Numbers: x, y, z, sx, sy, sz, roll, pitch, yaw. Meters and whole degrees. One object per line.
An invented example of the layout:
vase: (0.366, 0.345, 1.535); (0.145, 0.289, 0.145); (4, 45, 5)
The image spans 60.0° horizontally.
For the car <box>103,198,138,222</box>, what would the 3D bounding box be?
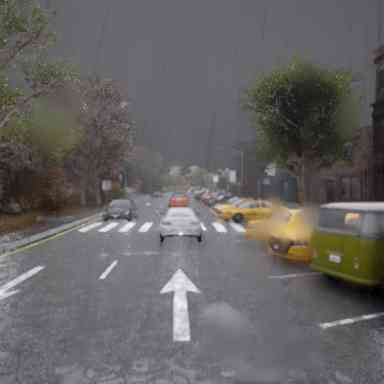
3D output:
car: (-4.952, 1.234, 23.445); (1.837, 1.490, 4.892); (0, 1, -2)

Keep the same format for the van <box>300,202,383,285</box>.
van: (5.151, 1.234, 8.189); (4.442, 1.987, 1.878); (1, 0, -23)

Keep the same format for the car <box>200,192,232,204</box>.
car: (3.708, 1.019, 38.120); (4.674, 1.452, 2.002); (1, 1, -22)

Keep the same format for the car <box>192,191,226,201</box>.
car: (2.834, 0.658, 56.041); (5.366, 1.575, 1.946); (1, 1, -22)

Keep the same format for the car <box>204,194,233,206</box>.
car: (4.035, 1.198, 26.059); (5.366, 1.575, 1.946); (1, 1, -22)

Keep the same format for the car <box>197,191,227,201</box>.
car: (3.559, 0.954, 41.108); (4.792, 1.488, 2.163); (1, 1, -22)

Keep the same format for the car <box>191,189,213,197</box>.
car: (2.230, 0.208, 77.121); (4.553, 1.767, 2.185); (1, 1, -22)

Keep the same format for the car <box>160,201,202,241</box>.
car: (-0.554, 1.412, 15.866); (1.812, 1.442, 4.674); (0, 1, -3)

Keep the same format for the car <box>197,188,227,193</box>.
car: (3.501, 0.745, 44.125); (4.553, 1.767, 2.185); (1, 1, -22)

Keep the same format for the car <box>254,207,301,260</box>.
car: (4.897, 1.442, 11.129); (5.008, 1.535, 2.097); (1, 1, -23)

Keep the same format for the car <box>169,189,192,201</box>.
car: (-1.430, 0.857, 36.364); (2.097, 1.767, 4.553); (0, 1, -2)

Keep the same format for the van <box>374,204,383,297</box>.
van: (5.303, 1.251, 5.192); (4.442, 1.987, 1.878); (1, 0, -23)

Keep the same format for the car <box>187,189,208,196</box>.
car: (1.533, 0.149, 89.050); (5.366, 1.575, 1.946); (1, 1, -22)

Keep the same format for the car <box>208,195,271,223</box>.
car: (4.165, 1.253, 23.061); (5.366, 1.575, 1.946); (1, 1, -23)

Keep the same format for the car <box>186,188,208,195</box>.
car: (1.473, -0.186, 95.142); (5.566, 2.045, 2.435); (1, 1, -22)

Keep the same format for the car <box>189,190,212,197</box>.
car: (2.068, 0.288, 80.121); (5.008, 1.535, 2.097); (1, 1, -22)

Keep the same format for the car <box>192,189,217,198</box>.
car: (2.515, 0.344, 68.108); (4.553, 1.767, 2.185); (1, 1, -22)

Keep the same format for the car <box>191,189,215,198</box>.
car: (2.400, 0.297, 71.107); (4.553, 1.767, 2.185); (1, 1, -22)

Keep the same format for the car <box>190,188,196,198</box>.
car: (3.111, 0.463, 53.089); (5.566, 2.045, 2.435); (1, 1, -22)

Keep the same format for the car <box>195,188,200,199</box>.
car: (3.384, 0.692, 47.123); (4.553, 1.767, 2.185); (1, 1, -22)

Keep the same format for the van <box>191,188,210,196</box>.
van: (2.064, 0.019, 83.165); (4.442, 1.987, 1.878); (1, 1, -22)

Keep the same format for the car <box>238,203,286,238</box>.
car: (4.912, 1.417, 14.201); (5.366, 1.575, 1.946); (1, 1, -23)

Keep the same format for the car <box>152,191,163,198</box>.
car: (-6.703, 0.555, 65.216); (1.994, 1.385, 4.181); (0, 1, -2)

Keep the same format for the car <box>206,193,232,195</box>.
car: (4.086, 1.148, 29.129); (4.892, 1.521, 2.231); (1, 1, -22)
